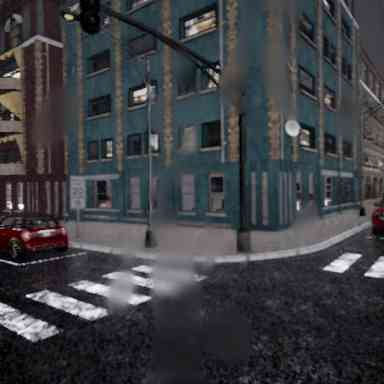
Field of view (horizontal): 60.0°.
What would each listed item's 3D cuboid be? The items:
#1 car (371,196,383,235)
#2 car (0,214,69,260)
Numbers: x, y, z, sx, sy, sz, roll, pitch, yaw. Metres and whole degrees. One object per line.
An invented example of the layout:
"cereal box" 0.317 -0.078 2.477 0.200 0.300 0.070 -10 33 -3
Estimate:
"car" 9.885 0.963 15.592 2.192 1.841 5.009 0 1 38
"car" -6.746 1.583 13.223 4.097 1.590 1.967 -1 1 39
